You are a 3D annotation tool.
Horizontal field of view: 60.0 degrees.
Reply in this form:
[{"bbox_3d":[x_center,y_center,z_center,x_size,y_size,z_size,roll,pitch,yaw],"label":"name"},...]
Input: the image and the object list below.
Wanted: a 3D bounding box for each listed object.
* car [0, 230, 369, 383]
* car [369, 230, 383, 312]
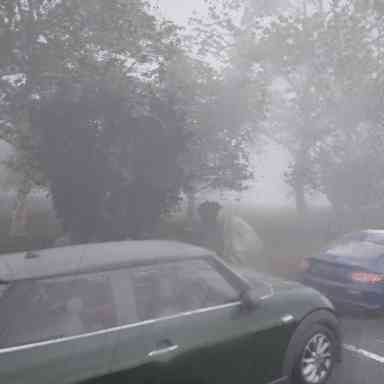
[{"bbox_3d":[-0.318,1.359,3.833,4.553,1.767,2.185,0,0,-33],"label":"car"},{"bbox_3d":[4.241,1.538,7.083,4.674,1.452,2.002,0,0,-33],"label":"car"}]
